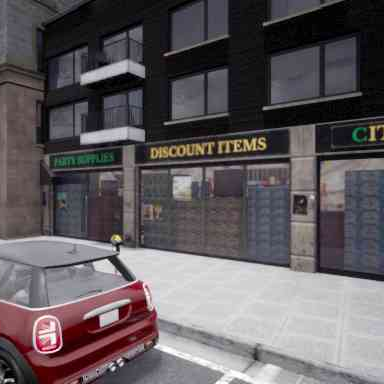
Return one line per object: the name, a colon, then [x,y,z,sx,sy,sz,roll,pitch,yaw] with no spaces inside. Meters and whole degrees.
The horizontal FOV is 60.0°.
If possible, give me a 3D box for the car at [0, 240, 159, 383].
car: [-2.509,1.440,4.872,4.097,1.590,1.967,0,0,36]
